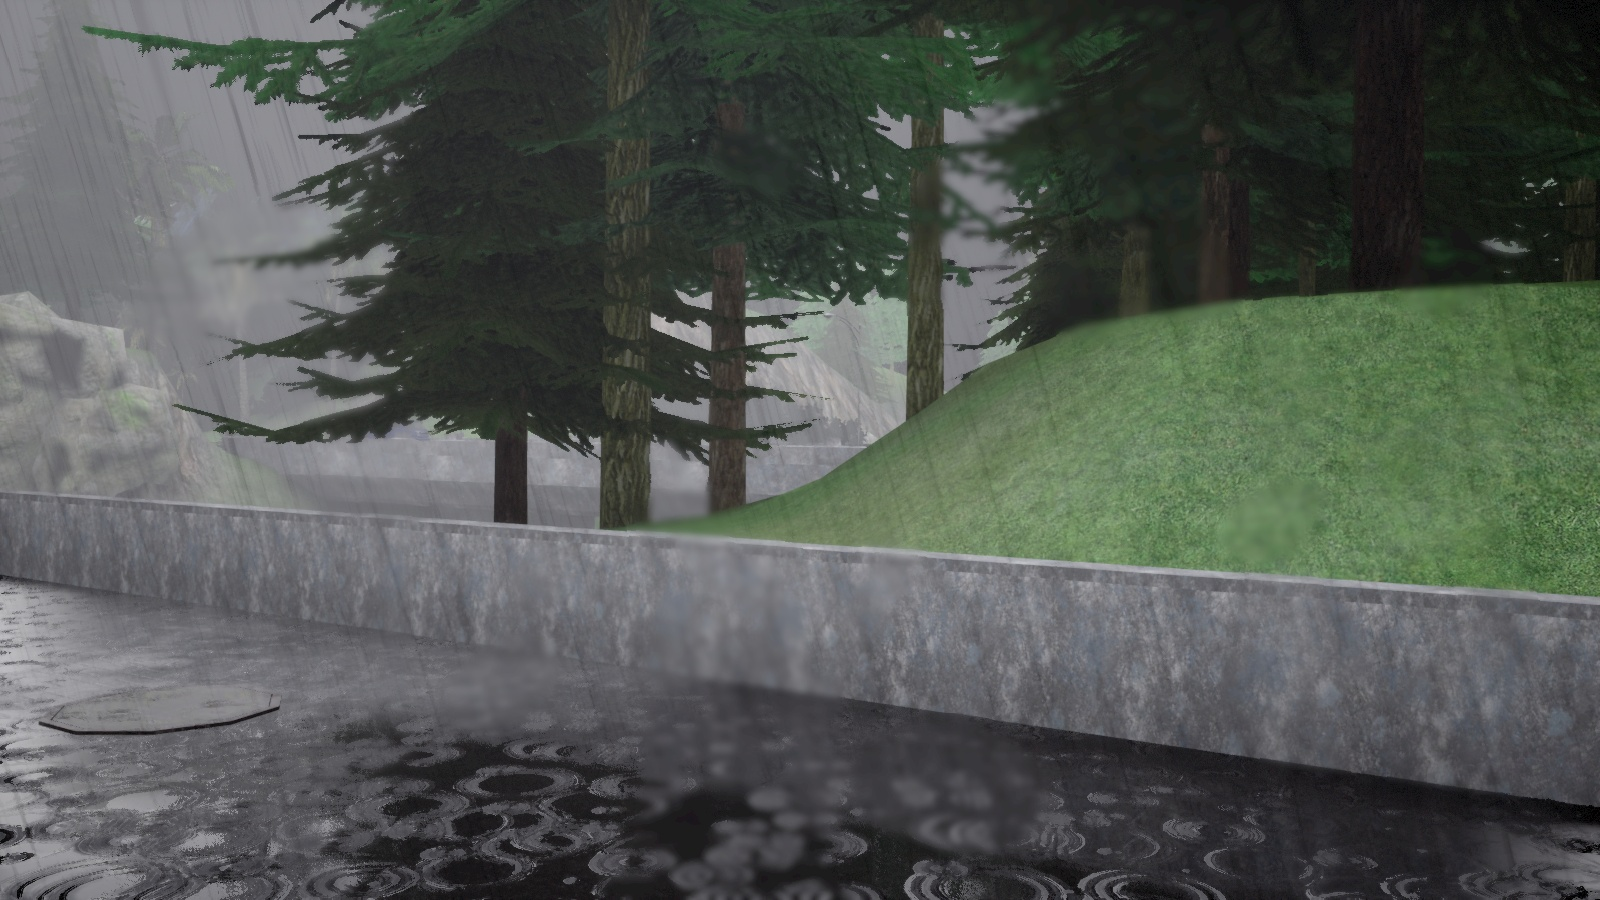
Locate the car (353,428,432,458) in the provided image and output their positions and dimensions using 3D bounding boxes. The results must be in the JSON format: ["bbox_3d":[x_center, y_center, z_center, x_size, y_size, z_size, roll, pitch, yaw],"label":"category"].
[{"bbox_3d":[-28.354,-0.486,87.290,5.566,2.045,2.150,0,1,34],"label":"car"}]
